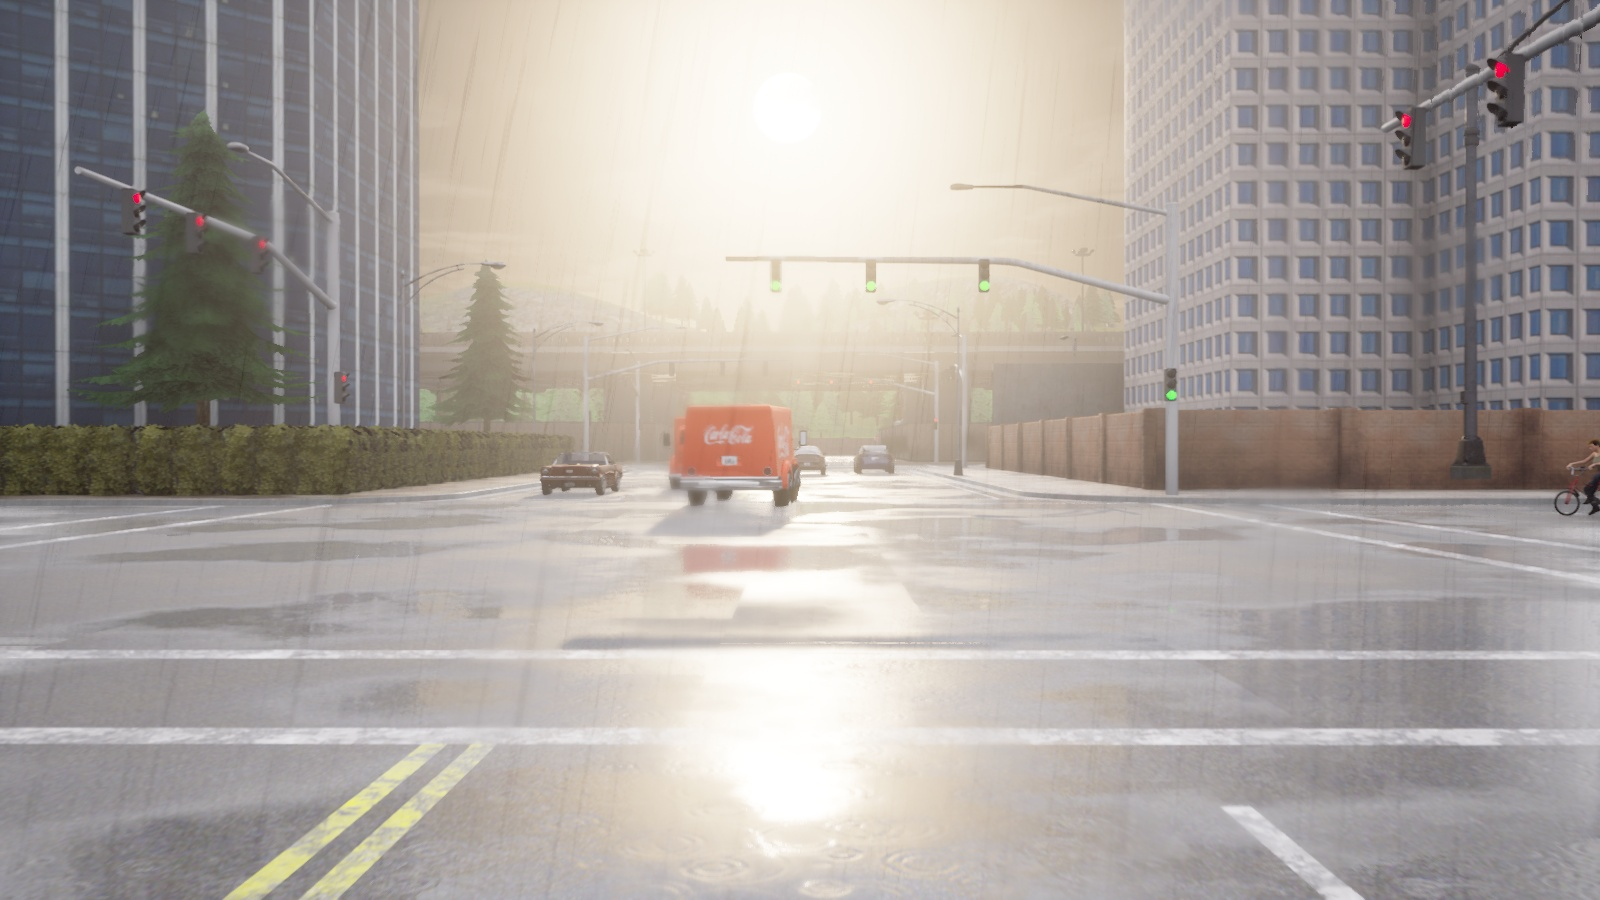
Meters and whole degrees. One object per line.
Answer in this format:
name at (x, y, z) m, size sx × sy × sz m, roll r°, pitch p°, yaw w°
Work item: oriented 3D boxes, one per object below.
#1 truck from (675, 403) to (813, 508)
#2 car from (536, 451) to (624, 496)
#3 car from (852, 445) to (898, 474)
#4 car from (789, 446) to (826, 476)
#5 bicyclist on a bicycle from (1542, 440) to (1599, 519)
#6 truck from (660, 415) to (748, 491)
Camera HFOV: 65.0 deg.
truck at (-1.309, 0.129, 32.187) m, size 2.627 × 2.467 × 5.204 m, roll 0°, pitch 0°, yaw 8°
car at (-6.766, 0.684, 39.105) m, size 1.895 × 1.301 × 4.718 m, roll 0°, pitch 0°, yaw 0°
car at (3.885, 0.483, 66.080) m, size 2.163 × 1.488 × 4.792 m, roll 0°, pitch 0°, yaw 0°
car at (0.369, 0.517, 63.238) m, size 1.812 × 1.442 × 4.674 m, roll 0°, pitch 0°, yaw 0°
bicyclist on a bicycle at (16.392, 0.591, 26.009) m, size 1.509 × 1.612 × 0.866 m, roll 0°, pitch 0°, yaw 0°
truck at (-3.242, 0.082, 43.444) m, size 2.627 × 2.467 × 5.204 m, roll 0°, pitch 0°, yaw 0°
